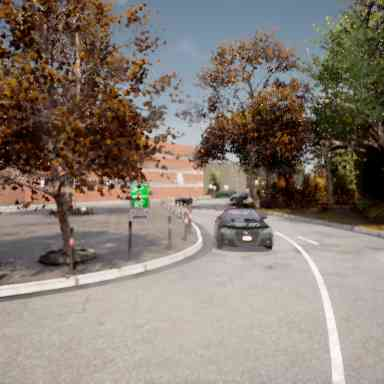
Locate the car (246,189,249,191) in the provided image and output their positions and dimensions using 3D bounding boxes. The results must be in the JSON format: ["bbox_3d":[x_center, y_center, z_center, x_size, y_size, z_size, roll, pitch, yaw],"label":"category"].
[{"bbox_3d":[9.454,0.585,74.069,5.008,1.535,2.097,0,1,29],"label":"car"}]

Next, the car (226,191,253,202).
[{"bbox_3d":[7.937,0.936,55.177,1.895,1.301,4.718,0,1,29],"label":"car"}]

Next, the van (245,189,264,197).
[{"bbox_3d":[16.320,0.162,86.412,4.442,1.987,1.878,0,1,29],"label":"van"}]

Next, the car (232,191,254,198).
[{"bbox_3d":[12.160,0.548,79.030,4.674,1.452,2.002,0,1,29],"label":"car"}]

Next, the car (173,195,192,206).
[{"bbox_3d":[-1.137,1.092,41.993,1.895,1.301,4.718,0,0,6],"label":"car"}]

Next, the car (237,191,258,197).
[{"bbox_3d":[13.517,0.508,81.508,4.674,1.452,2.002,0,1,29],"label":"car"}]

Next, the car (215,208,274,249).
[{"bbox_3d":[1.947,1.338,13.220,1.994,1.385,4.181,0,1,2],"label":"car"}]

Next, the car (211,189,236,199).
[{"bbox_3d":[6.728,0.407,69.114,5.566,2.045,2.435,0,1,29],"label":"car"}]

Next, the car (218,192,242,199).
[{"bbox_3d":[8.104,0.662,71.586,4.674,1.452,2.002,0,1,29],"label":"car"}]
